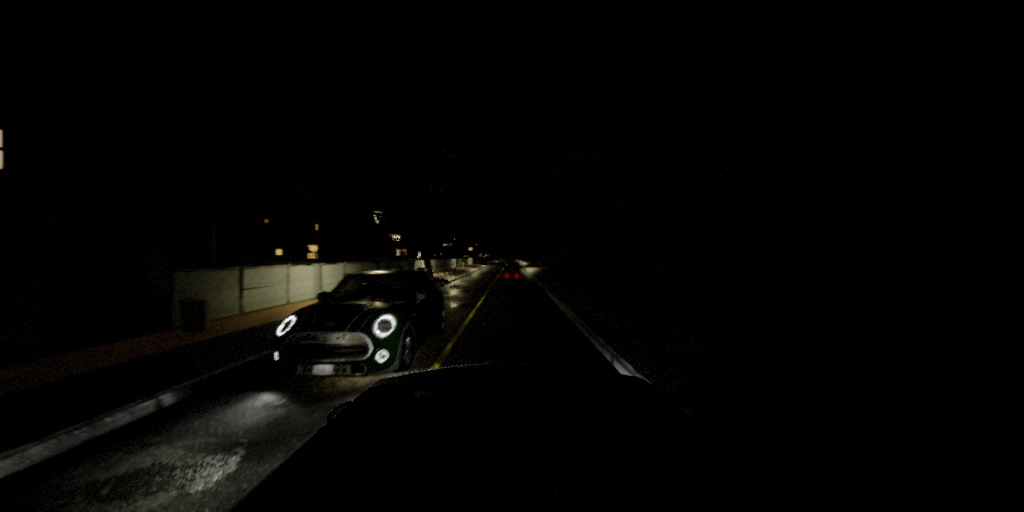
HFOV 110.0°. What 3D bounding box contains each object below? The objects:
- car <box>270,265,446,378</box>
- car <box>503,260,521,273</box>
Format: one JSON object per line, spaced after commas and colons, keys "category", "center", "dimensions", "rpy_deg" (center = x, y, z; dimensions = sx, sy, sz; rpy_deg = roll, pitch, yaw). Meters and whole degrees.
{"category": "car", "center": [-2.794, 1.102, 7.592], "dimensions": [2.097, 1.767, 4.553], "rpy_deg": [0, 0, 1]}
{"category": "car", "center": [-0.004, 1.246, 43.912], "dimensions": [2.128, 1.511, 4.902], "rpy_deg": [0, 0, 0]}
